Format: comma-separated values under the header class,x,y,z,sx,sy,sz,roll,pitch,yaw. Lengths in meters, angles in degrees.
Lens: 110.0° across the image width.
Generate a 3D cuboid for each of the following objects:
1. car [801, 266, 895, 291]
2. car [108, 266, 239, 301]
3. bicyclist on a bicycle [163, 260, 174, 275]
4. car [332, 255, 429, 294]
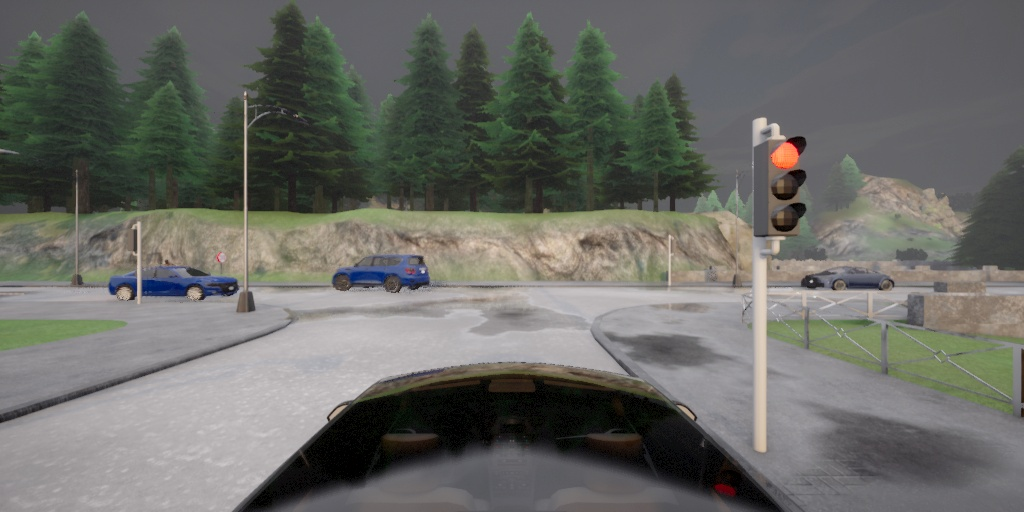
class,x,y,z,sx,sy,sz,roll,pitch,yaw
car,19.303,1.301,20.726,4.181,1.385,1.994,0,0,0
car,-15.465,1.217,16.566,5.008,1.535,1.882,0,0,0
bicyclist on a bicycle,-23.915,1.083,24.975,0.582,1.620,1.656,0,0,0
car,-7.422,0.958,20.337,5.566,2.045,2.150,0,-1,18
